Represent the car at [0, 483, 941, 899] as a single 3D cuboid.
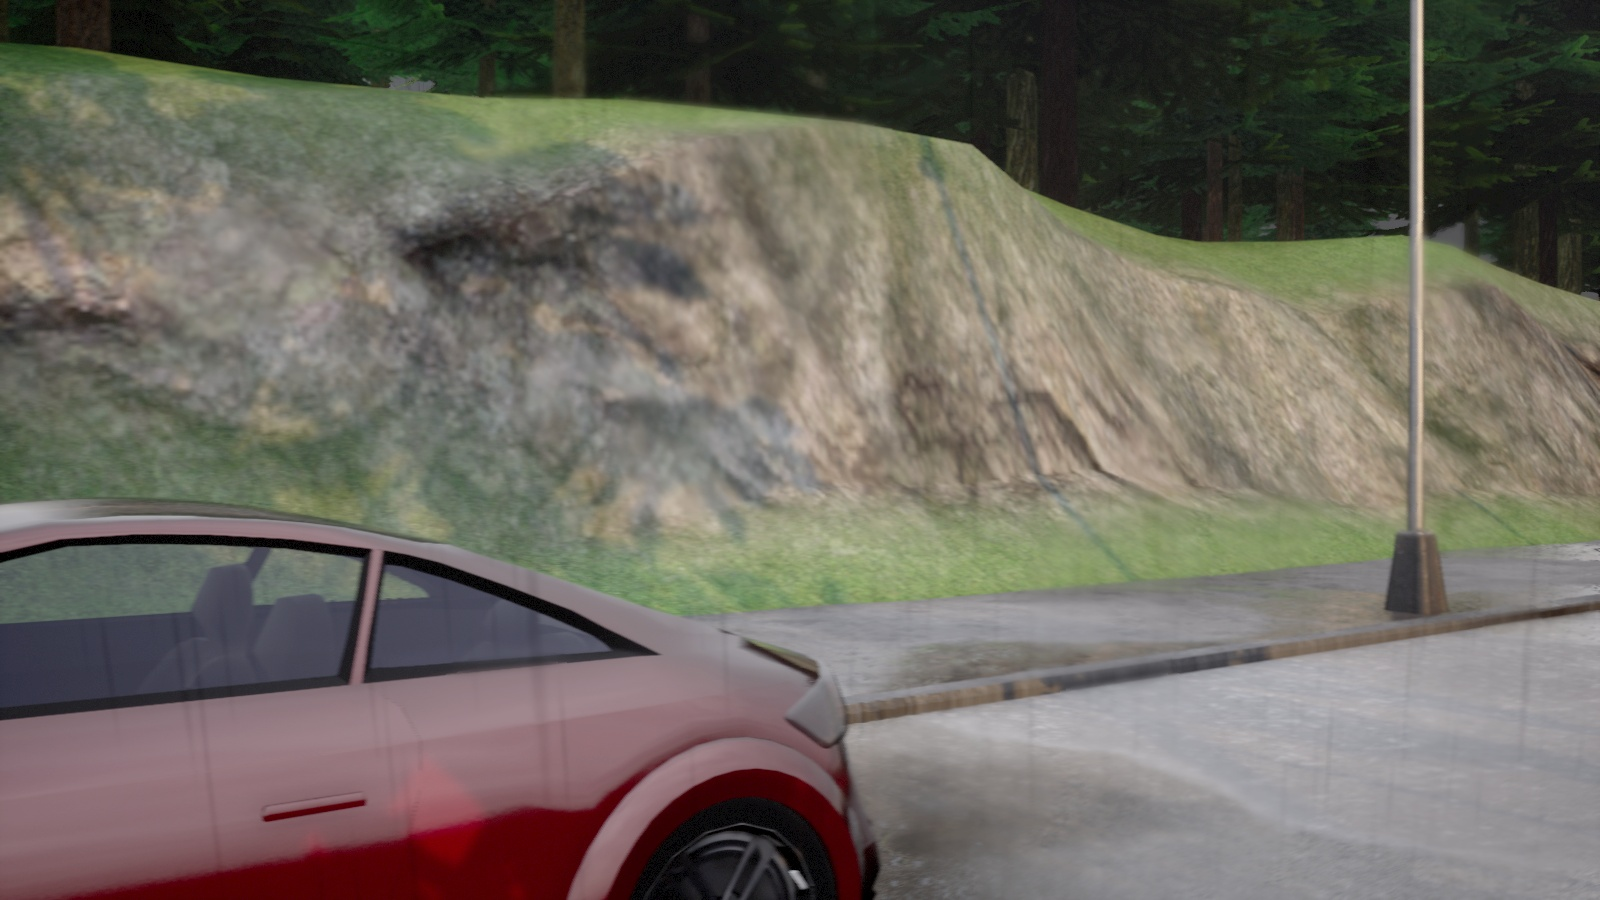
[{"bbox_3d":[-1.915,0.820,2.936,4.181,1.385,1.994,0,0,-35],"label":"car"}]
